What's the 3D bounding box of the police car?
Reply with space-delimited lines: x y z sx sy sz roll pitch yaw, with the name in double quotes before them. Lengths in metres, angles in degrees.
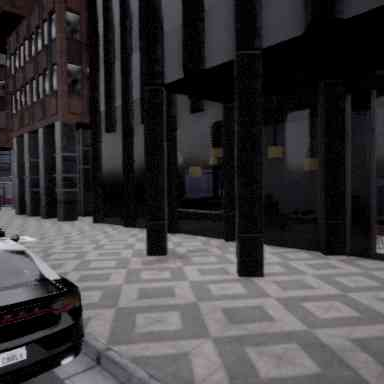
"police car" -3.519 1.417 5.133 1.930 1.638 5.238 -2 1 -43
